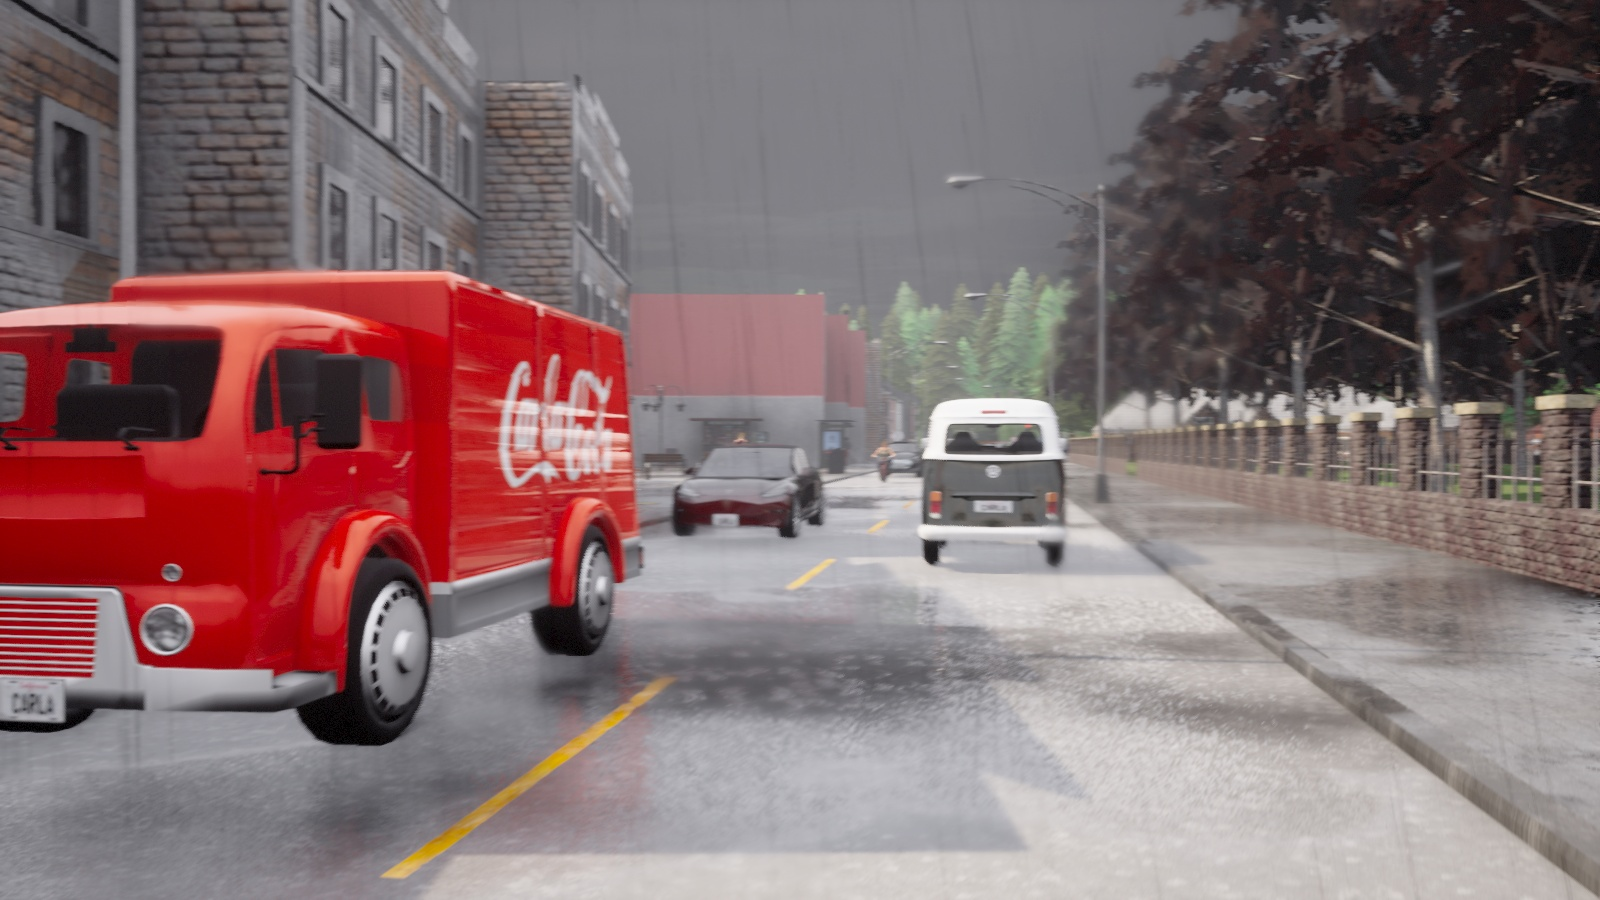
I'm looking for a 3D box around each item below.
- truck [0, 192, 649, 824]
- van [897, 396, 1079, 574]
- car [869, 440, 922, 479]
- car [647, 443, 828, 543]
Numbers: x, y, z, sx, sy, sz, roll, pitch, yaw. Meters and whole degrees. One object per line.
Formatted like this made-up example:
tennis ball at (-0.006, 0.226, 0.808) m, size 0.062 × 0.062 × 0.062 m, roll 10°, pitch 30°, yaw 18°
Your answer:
truck at (-2.895, 0.210, 7.666) m, size 2.627 × 2.467 × 5.204 m, roll 0°, pitch 0°, yaw 8°
van at (2.486, 0.388, 16.719) m, size 2.069 × 2.038 × 4.480 m, roll 0°, pitch 0°, yaw 8°
car at (4.343, 0.388, 56.529) m, size 2.033 × 1.649 × 4.856 m, roll 0°, pitch 0°, yaw 8°
car at (-0.891, 0.631, 21.234) m, size 2.163 × 1.488 × 4.792 m, roll 0°, pitch 0°, yaw 8°
